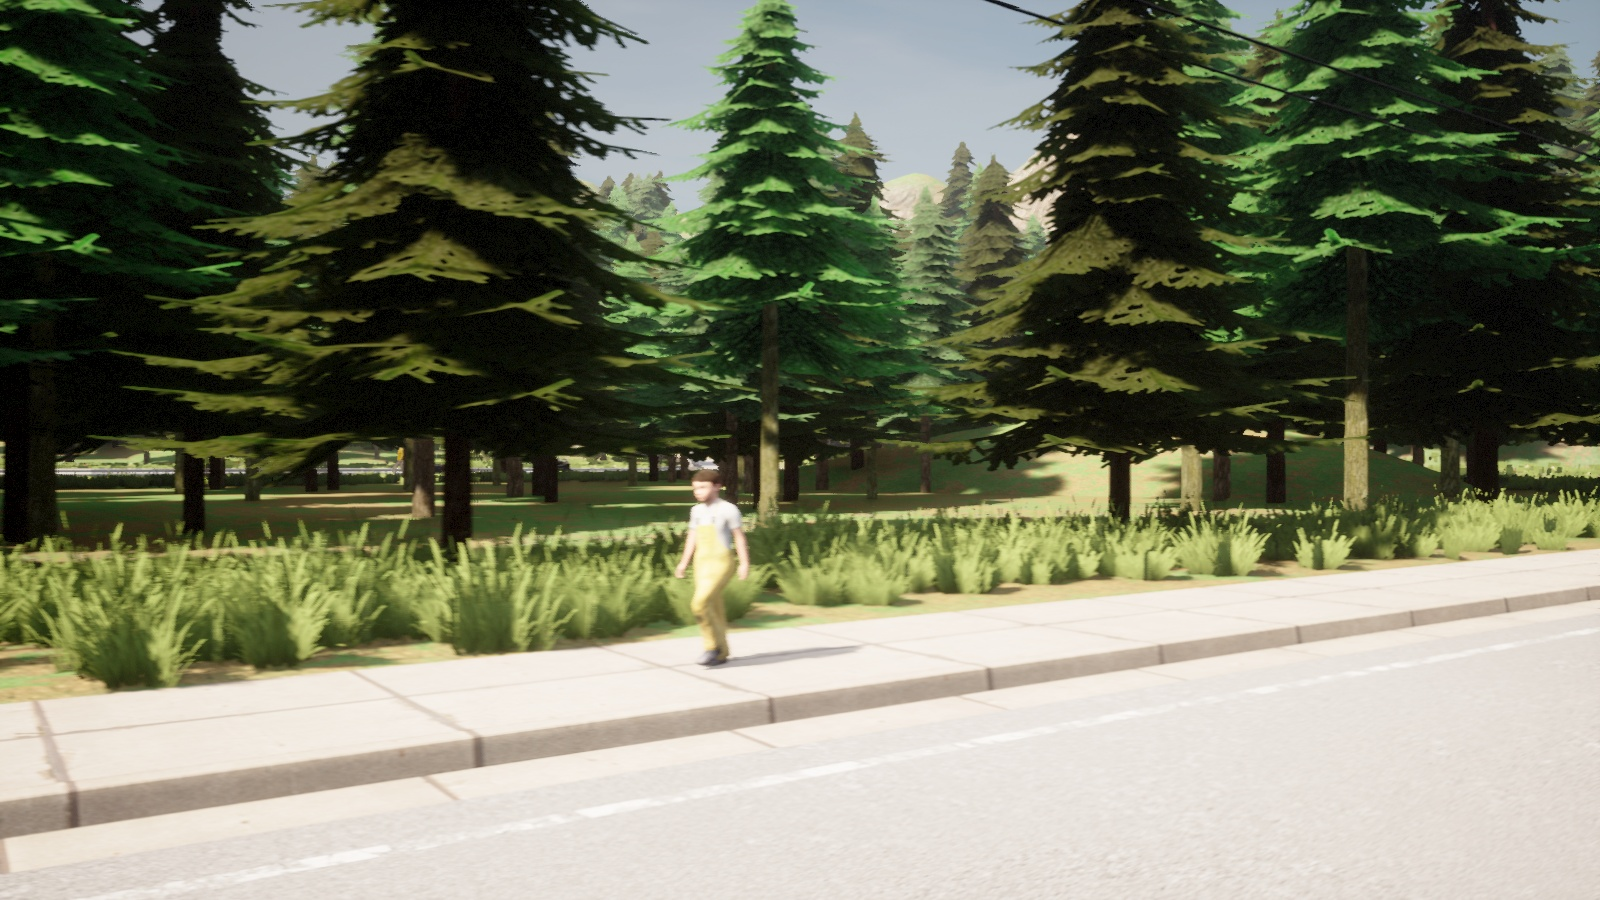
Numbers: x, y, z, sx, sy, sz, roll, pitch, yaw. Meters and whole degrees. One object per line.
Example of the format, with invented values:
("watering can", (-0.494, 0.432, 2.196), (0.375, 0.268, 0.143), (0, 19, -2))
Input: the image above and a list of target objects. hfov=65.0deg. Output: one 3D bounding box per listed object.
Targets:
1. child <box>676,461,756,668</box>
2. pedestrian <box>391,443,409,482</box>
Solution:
("child", (-0.529, 0.703, 7.926), (0.270, 1.263, 0.437), (0, 0, 42))
("pedestrian", (-18.843, 0.600, 59.127), (0.709, 1.840, 0.431), (0, 0, -37))
